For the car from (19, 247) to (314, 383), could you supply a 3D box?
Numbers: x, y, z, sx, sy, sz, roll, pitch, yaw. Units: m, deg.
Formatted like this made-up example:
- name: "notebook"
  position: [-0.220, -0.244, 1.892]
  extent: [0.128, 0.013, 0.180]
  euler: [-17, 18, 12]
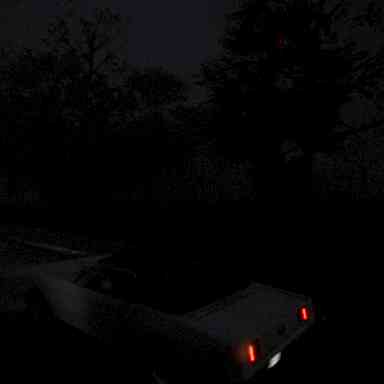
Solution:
- name: "car"
  position: [-0.784, 1.545, 5.120]
  extent: [4.718, 1.301, 1.895]
  euler: [1, 1, 40]
